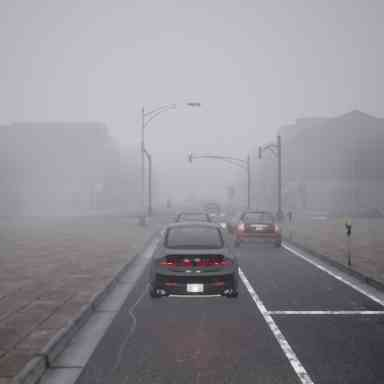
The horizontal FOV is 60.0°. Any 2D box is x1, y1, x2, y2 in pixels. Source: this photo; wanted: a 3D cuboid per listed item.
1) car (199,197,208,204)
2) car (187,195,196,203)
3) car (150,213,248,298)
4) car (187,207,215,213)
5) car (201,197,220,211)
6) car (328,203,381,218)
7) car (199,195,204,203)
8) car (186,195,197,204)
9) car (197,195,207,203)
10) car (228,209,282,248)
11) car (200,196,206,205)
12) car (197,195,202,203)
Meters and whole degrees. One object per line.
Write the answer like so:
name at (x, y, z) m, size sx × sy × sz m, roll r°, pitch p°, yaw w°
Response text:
car at (2.485, 1.892, 74.456) m, size 1.752 × 1.417 × 4.829 m, roll 1°, pitch -1°, yaw 0°
car at (-0.188, 1.676, 82.617) m, size 2.150 × 2.045 × 5.566 m, roll 0°, pitch -1°, yaw 0°
car at (0.021, 1.512, 8.519) m, size 1.837 × 1.490 × 4.892 m, roll 0°, pitch 0°, yaw -1°
car at (0.056, 1.619, 15.995) m, size 1.895 × 1.301 × 4.718 m, roll 0°, pitch 0°, yaw 0°
car at (2.560, 1.672, 41.662) m, size 1.947 × 1.339 × 4.313 m, roll 1°, pitch 0°, yaw 0°
car at (14.496, 1.631, 29.770) m, size 4.181 × 1.385 × 1.994 m, roll 0°, pitch -2°, yaw 0°
car at (2.535, 1.703, 52.706) m, size 1.752 × 1.417 × 4.829 m, roll 1°, pitch 0°, yaw 0°
car at (-0.151, 1.570, 72.208) m, size 2.150 × 2.045 × 5.566 m, roll 0°, pitch -1°, yaw 0°
car at (2.477, 1.735, 79.726) m, size 2.192 × 1.841 × 5.009 m, roll 1°, pitch -1°, yaw 0°
car at (2.626, 1.457, 14.915) m, size 1.967 × 1.590 × 4.097 m, roll 2°, pitch 0°, yaw 0°
car at (2.547, 1.705, 47.099) m, size 1.947 × 1.339 × 4.313 m, roll 1°, pitch 0°, yaw 0°
car at (2.509, 1.830, 63.411) m, size 1.947 × 1.339 × 4.313 m, roll 1°, pitch -1°, yaw 0°
